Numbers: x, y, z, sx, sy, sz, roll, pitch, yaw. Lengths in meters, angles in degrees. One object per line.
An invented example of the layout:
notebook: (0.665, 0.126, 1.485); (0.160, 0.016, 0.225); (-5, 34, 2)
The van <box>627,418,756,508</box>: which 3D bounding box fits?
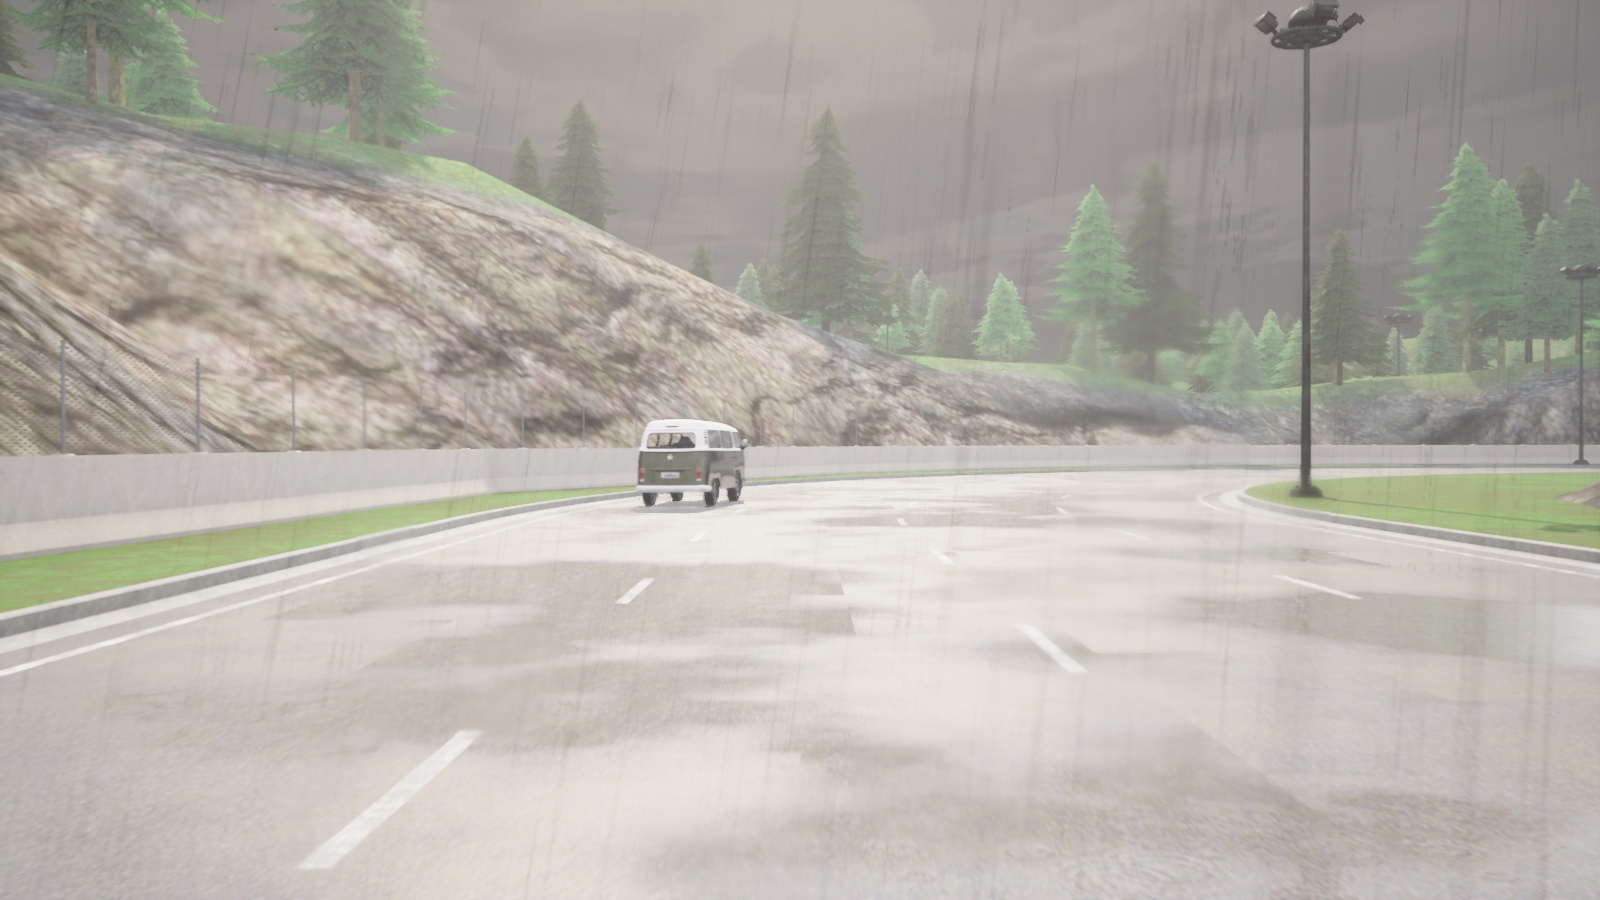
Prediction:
van: (-2.562, 0.294, 30.845); (2.069, 2.038, 4.480); (-1, 0, 10)
